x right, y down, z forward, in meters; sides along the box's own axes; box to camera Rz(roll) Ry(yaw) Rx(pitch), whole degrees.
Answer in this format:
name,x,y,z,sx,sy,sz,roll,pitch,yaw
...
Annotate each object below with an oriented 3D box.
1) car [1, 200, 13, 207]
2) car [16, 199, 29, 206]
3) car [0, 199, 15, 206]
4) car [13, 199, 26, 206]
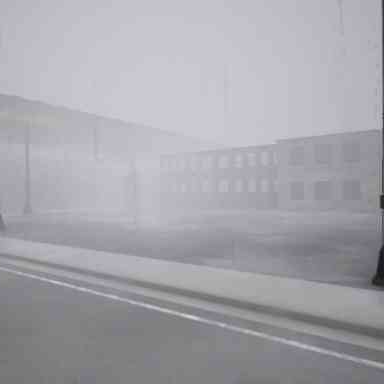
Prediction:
name,x,y,z,sx,sy,sz,roll,pitch,yaw
car,-34.958,2.051,60.600,4.974,1.542,2.038,0,0,7
car,-31.452,1.874,61.861,1.853,1.218,4.536,0,0,-23
car,-35.011,1.894,60.607,4.536,1.218,1.853,0,0,7
car,-31.430,2.031,61.813,2.038,1.542,4.974,0,0,-23
